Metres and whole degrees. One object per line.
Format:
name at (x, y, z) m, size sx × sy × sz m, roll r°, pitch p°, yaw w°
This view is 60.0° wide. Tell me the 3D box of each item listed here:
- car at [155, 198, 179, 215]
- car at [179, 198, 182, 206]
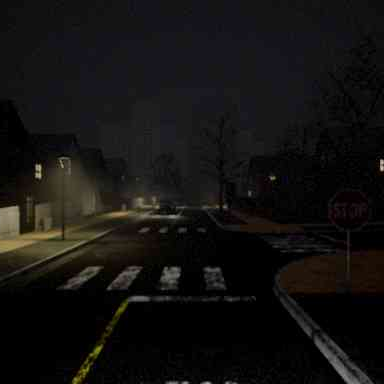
car at (-2.844, 1.562, 36.662) m, size 2.097 × 1.767 × 4.553 m, roll 0°, pitch 0°, yaw 0°
car at (-2.763, 1.879, 60.866) m, size 1.812 × 1.442 × 4.674 m, roll 0°, pitch -1°, yaw 0°
